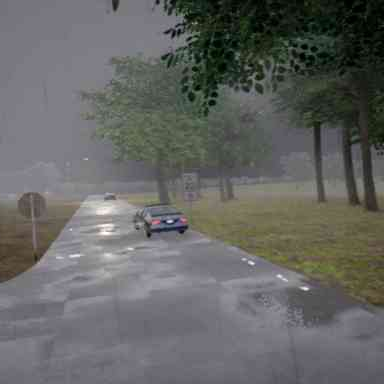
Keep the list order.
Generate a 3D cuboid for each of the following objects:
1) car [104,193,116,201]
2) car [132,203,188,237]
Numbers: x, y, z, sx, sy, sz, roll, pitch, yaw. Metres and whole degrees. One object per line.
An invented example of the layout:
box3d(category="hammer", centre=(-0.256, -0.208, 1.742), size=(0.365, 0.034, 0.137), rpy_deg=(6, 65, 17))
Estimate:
box3d(category="car", centre=(-14.830, 0.876, 59.909), size=(1.812, 1.442, 4.674), rpy_deg=(-4, 1, -16))
box3d(category="car", centre=(-1.756, 1.294, 16.652), size=(2.033, 1.411, 5.357), rpy_deg=(-4, 2, -19))
